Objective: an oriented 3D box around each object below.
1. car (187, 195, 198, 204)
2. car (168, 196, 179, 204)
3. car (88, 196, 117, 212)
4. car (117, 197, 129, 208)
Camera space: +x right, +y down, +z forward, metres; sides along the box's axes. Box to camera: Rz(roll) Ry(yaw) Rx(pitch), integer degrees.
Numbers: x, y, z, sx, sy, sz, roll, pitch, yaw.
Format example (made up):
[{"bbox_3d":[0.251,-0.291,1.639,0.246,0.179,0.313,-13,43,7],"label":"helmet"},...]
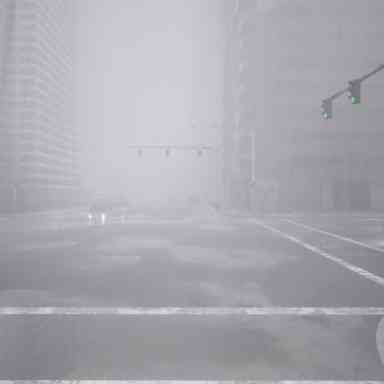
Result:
[{"bbox_3d":[0.074,1.352,63.510,2.097,1.767,4.553,0,0,0],"label":"car"},{"bbox_3d":[-3.529,1.492,63.182,2.128,1.511,4.902,0,0,0],"label":"car"},{"bbox_3d":[-10.617,1.505,39.384,1.837,1.490,4.892,0,0,0],"label":"car"},{"bbox_3d":[-10.611,1.526,49.643,1.812,1.442,4.674,0,0,0],"label":"car"}]
